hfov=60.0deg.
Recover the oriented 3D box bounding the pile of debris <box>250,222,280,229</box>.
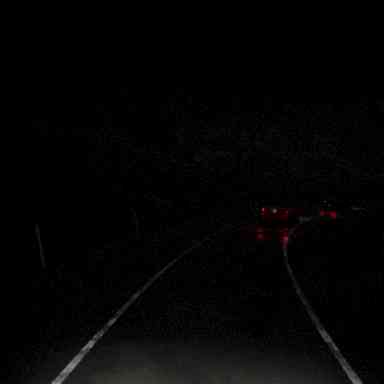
[{"bbox_3d":[4.641,2.101,21.103,1.500,0.140,1.860,3,2,24],"label":"pile of debris"}]

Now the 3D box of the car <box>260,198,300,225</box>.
[{"bbox_3d":[6.438,1.261,23.997,2.097,1.767,4.553,3,2,26],"label":"car"}]

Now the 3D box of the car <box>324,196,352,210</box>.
[{"bbox_3d":[16.720,1.215,38.108,1.812,1.442,4.674,6,5,44],"label":"car"}]
